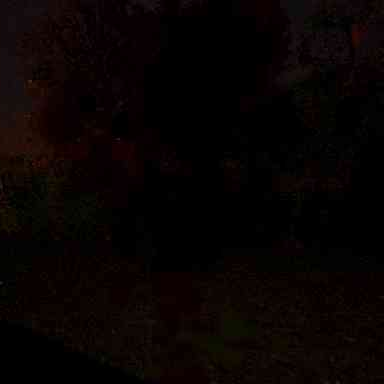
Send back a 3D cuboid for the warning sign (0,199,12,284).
[{"bbox_3d":[-4.895,1.099,7.327,1.060,1.860,1.300,0,0,34],"label":"warning sign"}]
